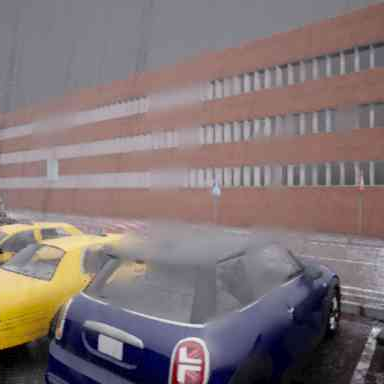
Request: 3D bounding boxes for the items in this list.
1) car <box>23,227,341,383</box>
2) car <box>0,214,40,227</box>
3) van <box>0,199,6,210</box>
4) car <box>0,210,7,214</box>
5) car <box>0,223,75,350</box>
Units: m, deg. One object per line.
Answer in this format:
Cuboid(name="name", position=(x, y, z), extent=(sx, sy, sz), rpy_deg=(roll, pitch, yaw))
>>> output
Cuboid(name="car", position=(0.534, 1.341, 4.572), extent=(2.185, 1.767, 4.553), rpy_deg=(0, 0, 35))
Cuboid(name="car", position=(-4.159, 1.426, 7.726), extent=(1.946, 1.575, 5.366), rpy_deg=(0, 0, 35))
Cuboid(name="van", position=(-8.720, 1.166, 11.060), extent=(1.878, 1.987, 4.442), rpy_deg=(0, 0, 35))
Cuboid(name="car", position=(-6.351, 1.450, 9.519), extent=(2.002, 1.452, 4.674), rpy_deg=(0, 0, 35))
Cuboid(name="car", position=(-1.642, 1.445, 6.388), extent=(1.946, 1.575, 5.366), rpy_deg=(0, 0, 35))
